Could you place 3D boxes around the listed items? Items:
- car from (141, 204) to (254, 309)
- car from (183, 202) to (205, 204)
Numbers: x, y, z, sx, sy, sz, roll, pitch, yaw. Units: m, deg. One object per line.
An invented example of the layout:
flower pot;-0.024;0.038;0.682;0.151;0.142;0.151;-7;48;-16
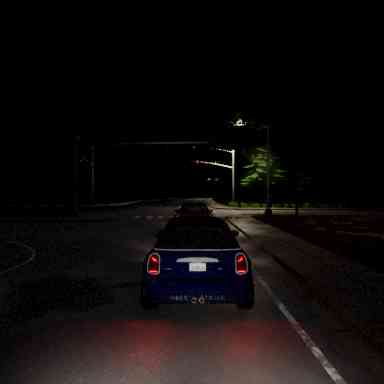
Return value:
car;0.100;1.347;8.020;2.097;1.767;4.553;0;0;0
car;0.102;1.338;18.141;2.097;1.767;4.553;0;0;0
